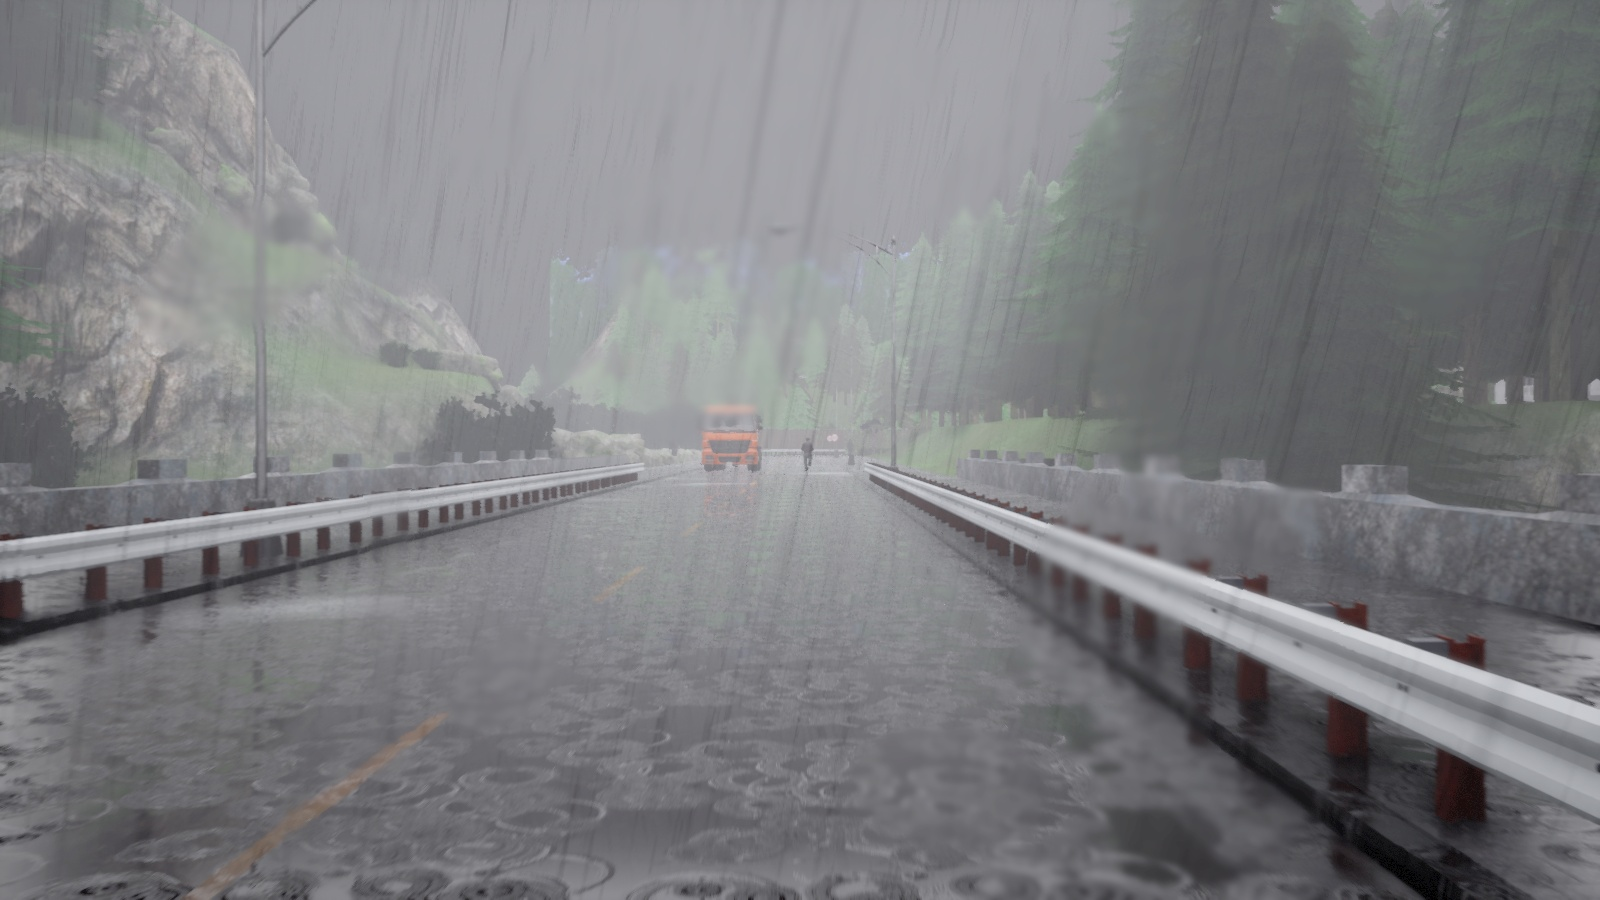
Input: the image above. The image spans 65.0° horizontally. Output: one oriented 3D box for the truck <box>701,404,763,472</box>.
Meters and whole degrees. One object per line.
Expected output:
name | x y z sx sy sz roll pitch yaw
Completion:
truck | -3.582 -0.621 67.981 2.891 3.462 7.936 0 0 0
